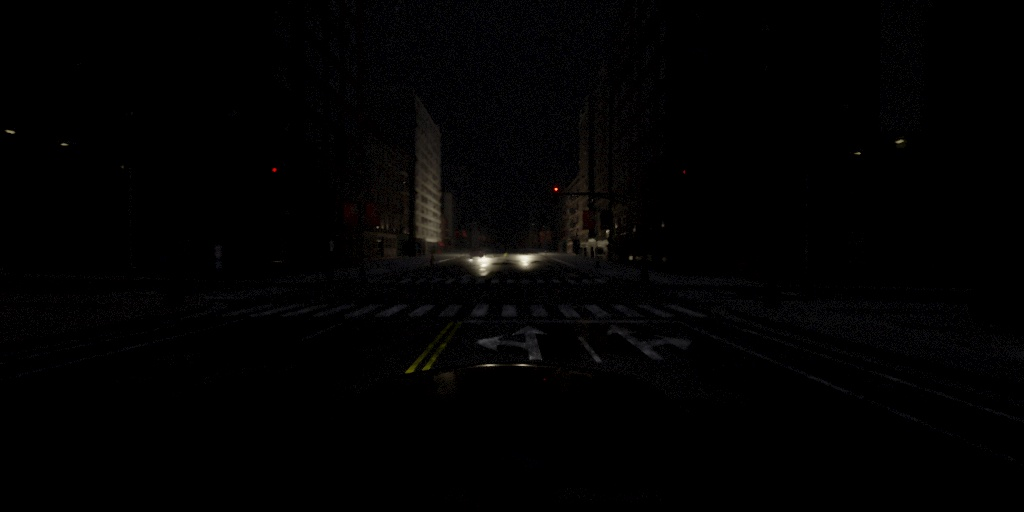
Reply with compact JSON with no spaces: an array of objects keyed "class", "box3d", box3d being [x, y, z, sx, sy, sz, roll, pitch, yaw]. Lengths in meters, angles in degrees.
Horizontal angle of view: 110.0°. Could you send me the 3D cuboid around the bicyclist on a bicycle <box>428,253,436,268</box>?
[{"class":"bicyclist on a bicycle","box3d":[-8.798,0.481,39.434,0.866,1.612,1.509,0,2,-1]}]
